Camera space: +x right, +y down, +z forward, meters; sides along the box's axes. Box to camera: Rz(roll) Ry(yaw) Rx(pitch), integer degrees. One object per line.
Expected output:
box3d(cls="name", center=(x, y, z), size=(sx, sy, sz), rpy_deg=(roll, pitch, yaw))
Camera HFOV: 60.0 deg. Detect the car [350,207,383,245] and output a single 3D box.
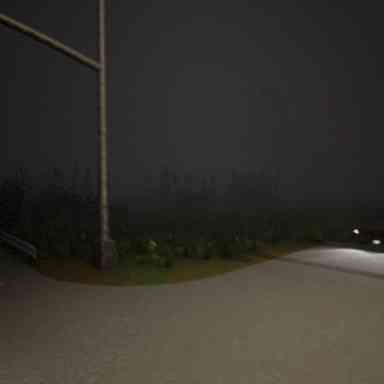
box3d(cls="car", center=(8.190, 1.283, 13.275), size=(2.033, 1.411, 5.357), rpy_deg=(0, 1, 45))
